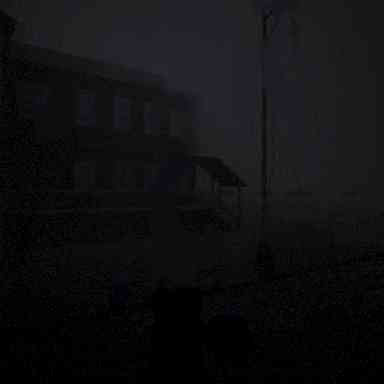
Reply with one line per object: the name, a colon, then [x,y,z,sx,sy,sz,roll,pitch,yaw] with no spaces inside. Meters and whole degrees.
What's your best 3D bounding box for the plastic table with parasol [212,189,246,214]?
plastic table with parasol: [3.832,0.977,34.873,2.482,2.480,2.482,0,0,-36]
